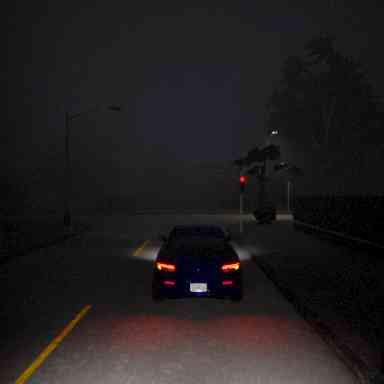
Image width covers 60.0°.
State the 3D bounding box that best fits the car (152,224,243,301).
[{"bbox_3d":[0.122,1.526,8.192,1.812,1.442,4.674,0,0,0],"label":"car"}]
